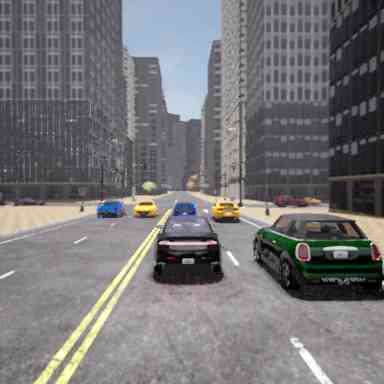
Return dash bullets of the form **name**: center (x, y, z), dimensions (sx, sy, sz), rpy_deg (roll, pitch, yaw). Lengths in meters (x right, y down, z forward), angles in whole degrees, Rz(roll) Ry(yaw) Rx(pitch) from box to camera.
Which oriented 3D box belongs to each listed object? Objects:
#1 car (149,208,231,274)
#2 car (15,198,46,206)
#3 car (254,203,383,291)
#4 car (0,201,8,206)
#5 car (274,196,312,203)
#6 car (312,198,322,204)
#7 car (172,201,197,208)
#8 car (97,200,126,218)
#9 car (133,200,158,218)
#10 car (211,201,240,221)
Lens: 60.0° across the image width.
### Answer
- **car**: center (-0.148, 1.500, 10.654), dimensions (2.128, 1.511, 4.902), rpy_deg (0, 0, -1)
- **car**: center (-24.059, 1.504, 49.560), dimensions (4.313, 1.339, 1.947), rpy_deg (0, 0, 0)
- **car**: center (3.131, 1.354, 9.224), dimensions (2.097, 1.767, 4.553), rpy_deg (0, 0, -1)
- **car**: center (-29.745, 1.479, 49.533), dimensions (4.206, 1.307, 1.802), rpy_deg (0, 0, 0)
- **car**: center (14.868, 1.525, 50.126), dimensions (5.009, 1.841, 2.192), rpy_deg (0, 0, -1)
- **car**: center (20.241, 1.644, 58.568), dimensions (4.829, 1.417, 1.752), rpy_deg (0, 0, -1)
- **car**: center (-0.597, 1.494, 27.320), dimensions (1.882, 1.535, 5.008), rpy_deg (0, 0, -2)
- **car**: center (-7.379, 1.508, 30.715), dimensions (1.882, 1.535, 5.008), rpy_deg (0, 0, -1)
- **car**: center (-4.116, 1.501, 30.239), dimensions (1.882, 1.535, 5.008), rpy_deg (0, 0, -1)
- **car**: center (2.656, 1.488, 27.267), dimensions (1.882, 1.535, 5.008), rpy_deg (0, 0, -2)
